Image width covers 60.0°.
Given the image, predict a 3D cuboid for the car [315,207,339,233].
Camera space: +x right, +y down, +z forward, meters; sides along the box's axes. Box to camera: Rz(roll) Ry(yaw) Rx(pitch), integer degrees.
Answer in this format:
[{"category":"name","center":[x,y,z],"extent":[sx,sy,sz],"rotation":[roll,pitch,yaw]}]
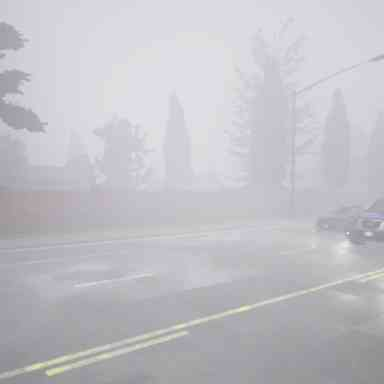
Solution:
[{"category":"car","center":[8.820,1.466,18.324],"extent":[5.008,1.535,1.882],"rotation":[0,0,-35]}]

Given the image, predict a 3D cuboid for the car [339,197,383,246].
[{"category":"car","center":[8.874,1.214,14.062],"extent":[5.566,2.045,2.150],"rotation":[0,0,-35]}]
